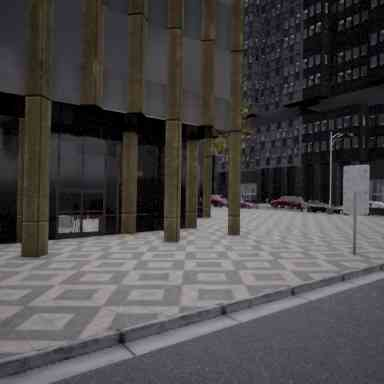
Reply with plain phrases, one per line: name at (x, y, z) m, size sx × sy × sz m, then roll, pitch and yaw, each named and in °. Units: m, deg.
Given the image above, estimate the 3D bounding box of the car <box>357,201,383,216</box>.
car at (16.299, 1.527, 29.308) m, size 2.008 × 1.369 × 4.403 m, roll 1°, pitch -1°, yaw -35°

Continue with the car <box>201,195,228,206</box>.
car at (4.091, 1.524, 61.218) m, size 2.192 × 1.841 × 5.009 m, roll 1°, pitch -1°, yaw -35°

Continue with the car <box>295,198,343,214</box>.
car at (13.106, 1.550, 33.802) m, size 1.947 × 1.339 × 4.313 m, roll 1°, pitch -1°, yaw -35°

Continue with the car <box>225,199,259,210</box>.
car at (6.720, 1.580, 42.791) m, size 1.802 × 1.307 × 4.206 m, roll 1°, pitch -1°, yaw -35°

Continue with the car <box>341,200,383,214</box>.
car at (20.050, 1.721, 38.745) m, size 2.008 × 1.369 × 4.403 m, roll 1°, pitch -1°, yaw -35°

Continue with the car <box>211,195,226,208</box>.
car at (3.532, 1.321, 47.289) m, size 2.192 × 1.841 × 5.009 m, roll 1°, pitch -1°, yaw -35°

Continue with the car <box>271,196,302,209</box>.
car at (13.668, 1.500, 47.736) m, size 2.192 × 1.841 × 5.009 m, roll 1°, pitch -1°, yaw -35°
